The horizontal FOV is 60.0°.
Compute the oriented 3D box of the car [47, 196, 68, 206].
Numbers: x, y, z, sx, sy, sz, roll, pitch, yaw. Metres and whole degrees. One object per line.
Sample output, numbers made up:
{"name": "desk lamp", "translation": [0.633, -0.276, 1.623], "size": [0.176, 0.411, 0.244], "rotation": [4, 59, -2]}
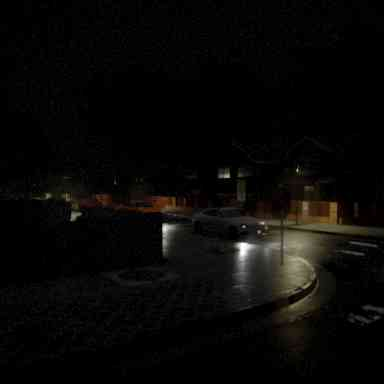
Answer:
{"name": "car", "translation": [-18.959, 1.258, 46.580], "size": [2.033, 1.411, 5.357], "rotation": [0, 0, -35]}

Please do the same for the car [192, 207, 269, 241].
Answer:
{"name": "car", "translation": [1.743, 1.491, 16.813], "size": [1.812, 1.442, 4.674], "rotation": [0, 0, -33]}

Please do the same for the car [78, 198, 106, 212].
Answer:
{"name": "car", "translation": [-10.332, 1.395, 34.104], "size": [1.812, 1.442, 4.674], "rotation": [0, 0, -35]}

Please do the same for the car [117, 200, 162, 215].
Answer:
{"name": "car", "translation": [-4.045, 1.397, 25.172], "size": [1.882, 1.535, 5.008], "rotation": [0, 0, -35]}
